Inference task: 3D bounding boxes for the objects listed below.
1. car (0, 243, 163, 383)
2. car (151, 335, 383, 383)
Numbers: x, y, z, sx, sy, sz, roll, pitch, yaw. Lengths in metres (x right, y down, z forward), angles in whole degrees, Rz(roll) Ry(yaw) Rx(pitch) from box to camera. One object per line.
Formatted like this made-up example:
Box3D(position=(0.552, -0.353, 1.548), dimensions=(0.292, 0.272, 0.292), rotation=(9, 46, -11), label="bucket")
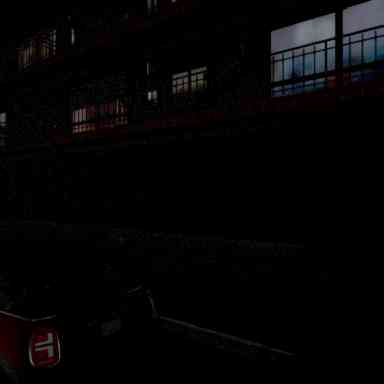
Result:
Box3D(position=(-2.424, 1.440, 4.609), dimensions=(4.097, 1.590, 1.967), rotation=(0, 0, 36), label="car")
Box3D(position=(2.164, 1.545, 1.334), dimensions=(4.507, 1.381, 1.887), rotation=(0, 0, 36), label="car")
